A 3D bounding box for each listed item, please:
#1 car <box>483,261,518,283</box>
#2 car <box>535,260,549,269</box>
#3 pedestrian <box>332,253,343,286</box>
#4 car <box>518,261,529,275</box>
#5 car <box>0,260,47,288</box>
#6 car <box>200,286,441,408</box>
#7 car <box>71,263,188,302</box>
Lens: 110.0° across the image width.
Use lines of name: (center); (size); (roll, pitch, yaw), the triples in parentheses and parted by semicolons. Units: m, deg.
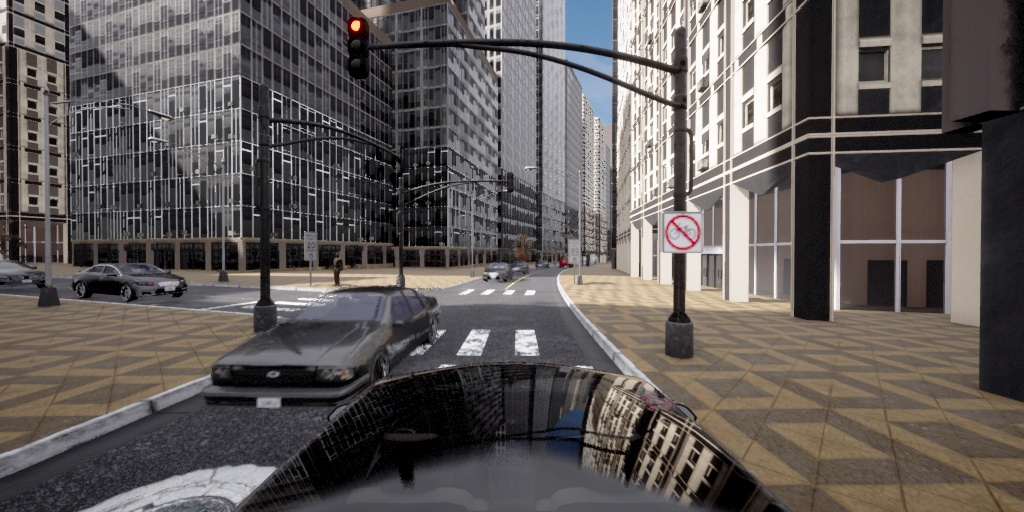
car: (-1.051, 1.278, 28.627); (2.128, 1.511, 4.902); (0, 0, 7)
car: (5.171, 1.436, 60.897); (2.128, 1.511, 4.902); (0, 0, 15)
pedestrian: (-9.518, 0.716, 19.477); (0.375, 1.860, 0.375); (0, 0, 16)
car: (0.859, 1.327, 41.446); (2.128, 1.511, 4.902); (0, 0, 9)
car: (-25.926, 0.941, 18.180); (4.674, 1.442, 1.812); (1, 1, 17)
car: (-2.717, 1.297, 6.777); (2.033, 1.411, 5.357); (0, 0, 2)
car: (-16.366, 1.043, 15.381); (4.902, 1.511, 2.128); (1, 1, 16)
